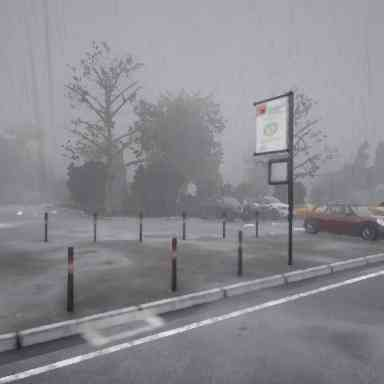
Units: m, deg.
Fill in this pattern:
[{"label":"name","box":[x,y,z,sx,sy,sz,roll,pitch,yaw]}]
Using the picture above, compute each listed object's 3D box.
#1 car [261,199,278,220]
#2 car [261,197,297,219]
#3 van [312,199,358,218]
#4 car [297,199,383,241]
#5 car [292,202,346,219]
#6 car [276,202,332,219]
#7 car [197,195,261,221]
[{"label":"car","box":[4.817,1.636,29.712,2.231,1.521,4.892,2,-1,-36]},{"label":"car","box":[7.094,1.453,31.340,2.435,2.045,5.566,2,-1,-36]},{"label":"van","box":[16.209,1.843,37.792,1.878,1.987,4.442,3,-1,-36]},{"label":"car","box":[8.098,1.397,16.977,2.185,1.767,4.553,2,-1,-36]},{"label":"car","box":[13.760,1.964,36.401,1.946,1.575,5.366,3,-1,-36]},{"label":"car","box":[11.601,1.874,34.848,1.946,1.575,5.366,2,-1,-36]},{"label":"car","box":[2.677,1.321,28.129,2.435,2.045,5.566,2,-1,-36]}]
